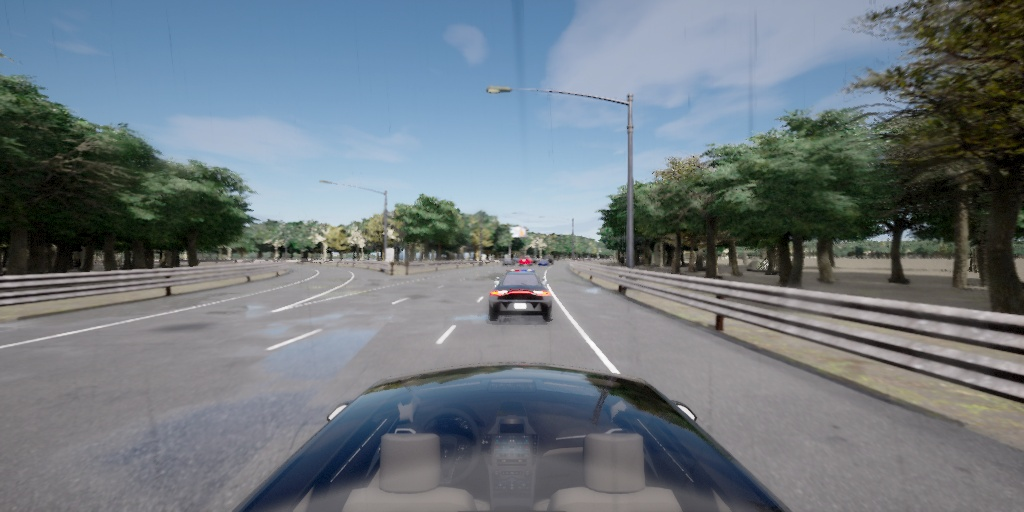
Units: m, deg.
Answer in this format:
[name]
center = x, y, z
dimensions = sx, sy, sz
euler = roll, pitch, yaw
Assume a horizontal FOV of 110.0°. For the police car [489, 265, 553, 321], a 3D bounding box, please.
[police car]
center = 0.313, 1.256, 12.697
dimensions = 2.038, 1.542, 4.974
euler = 0, 0, 2
